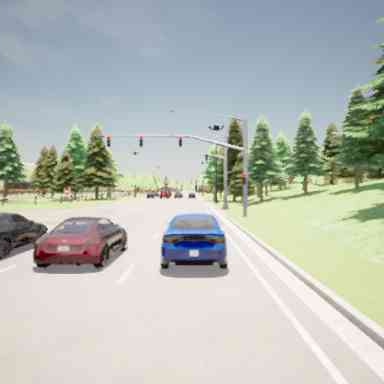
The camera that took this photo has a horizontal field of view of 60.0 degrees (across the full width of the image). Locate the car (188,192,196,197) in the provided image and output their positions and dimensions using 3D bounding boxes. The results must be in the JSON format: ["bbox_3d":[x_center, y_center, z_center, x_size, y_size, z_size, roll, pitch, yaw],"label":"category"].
[{"bbox_3d":[0.000,0.754,95.291,1.994,1.385,4.181,0,0,0],"label":"car"}]

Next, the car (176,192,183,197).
[{"bbox_3d":[-3.500,0.754,95.291,1.994,1.385,4.181,0,0,0],"label":"car"}]

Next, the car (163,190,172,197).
[{"bbox_3d":[-7.000,0.426,95.319,2.150,2.045,5.566,0,0,0],"label":"car"}]

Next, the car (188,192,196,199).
[{"bbox_3d":[0.000,0.907,84.872,1.882,1.535,5.008,0,0,0],"label":"car"}]

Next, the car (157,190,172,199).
[{"bbox_3d":[-7.000,0.654,84.900,2.150,2.045,5.566,0,0,0],"label":"car"}]

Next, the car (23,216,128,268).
[{"bbox_3d":[-3.437,1.489,11.006,1.994,1.385,4.181,0,0,1],"label":"car"}]

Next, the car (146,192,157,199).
[{"bbox_3d":[-10.500,0.930,84.872,1.837,1.490,4.892,0,0,0],"label":"car"}]

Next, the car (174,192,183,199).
[{"bbox_3d":[-3.500,0.782,85.224,2.097,1.767,4.553,0,0,0],"label":"car"}]

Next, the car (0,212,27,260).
[{"bbox_3d":[-6.923,1.446,12.006,1.812,1.442,4.674,0,0,0],"label":"car"}]

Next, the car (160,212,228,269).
[{"bbox_3d":[0.069,1.404,10.971,1.882,1.535,5.008,0,0,0],"label":"car"}]
